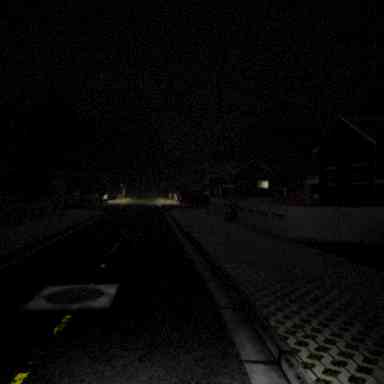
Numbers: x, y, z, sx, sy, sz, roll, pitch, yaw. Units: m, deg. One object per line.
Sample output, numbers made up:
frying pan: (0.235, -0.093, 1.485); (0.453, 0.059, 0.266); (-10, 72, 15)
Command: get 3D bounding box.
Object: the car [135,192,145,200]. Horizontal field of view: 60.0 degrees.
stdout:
car: (-13.424, 1.257, 83.981); (1.837, 1.490, 4.892); (0, 0, -7)
